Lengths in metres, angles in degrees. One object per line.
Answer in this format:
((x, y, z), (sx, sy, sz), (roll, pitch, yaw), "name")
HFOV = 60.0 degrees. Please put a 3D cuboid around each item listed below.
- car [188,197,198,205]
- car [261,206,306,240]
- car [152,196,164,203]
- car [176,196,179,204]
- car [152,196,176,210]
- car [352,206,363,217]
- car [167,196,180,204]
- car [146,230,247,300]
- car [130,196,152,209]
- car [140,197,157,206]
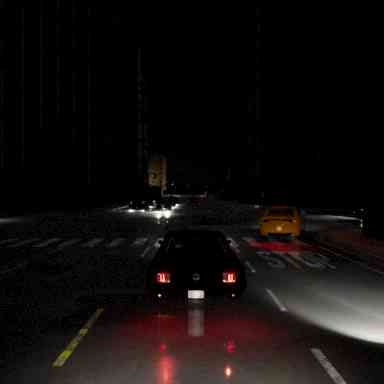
((0.124, 1.547, 60.439), (2.033, 1.411, 5.357), (0, 0, 0), "car")
((4.800, 1.452, 17.335), (1.882, 1.535, 5.008), (-1, 1, 20), "car")
((-6.980, 1.601, 68.290), (1.895, 1.301, 4.718), (0, 0, 0), "car")
((-3.563, 1.564, 51.808), (1.994, 1.385, 4.181), (0, 0, 0), "car")
((-3.566, 1.491, 42.888), (2.128, 1.511, 4.902), (0, 0, -1), "car")
((16.266, 1.470, 28.578), (4.674, 1.442, 1.812), (0, 0, -1), "car")
((-3.525, 1.492, 63.643), (2.128, 1.511, 4.902), (0, 0, 0), "car")
((0.068, 1.601, 8.357), (1.895, 1.301, 4.718), (0, 0, 0), "car")
((-7.065, 1.352, 44.977), (2.097, 1.767, 4.553), (0, 0, 0), "car")
((-7.063, 1.547, 54.450), (2.033, 1.411, 5.357), (0, 0, 0), "car")
